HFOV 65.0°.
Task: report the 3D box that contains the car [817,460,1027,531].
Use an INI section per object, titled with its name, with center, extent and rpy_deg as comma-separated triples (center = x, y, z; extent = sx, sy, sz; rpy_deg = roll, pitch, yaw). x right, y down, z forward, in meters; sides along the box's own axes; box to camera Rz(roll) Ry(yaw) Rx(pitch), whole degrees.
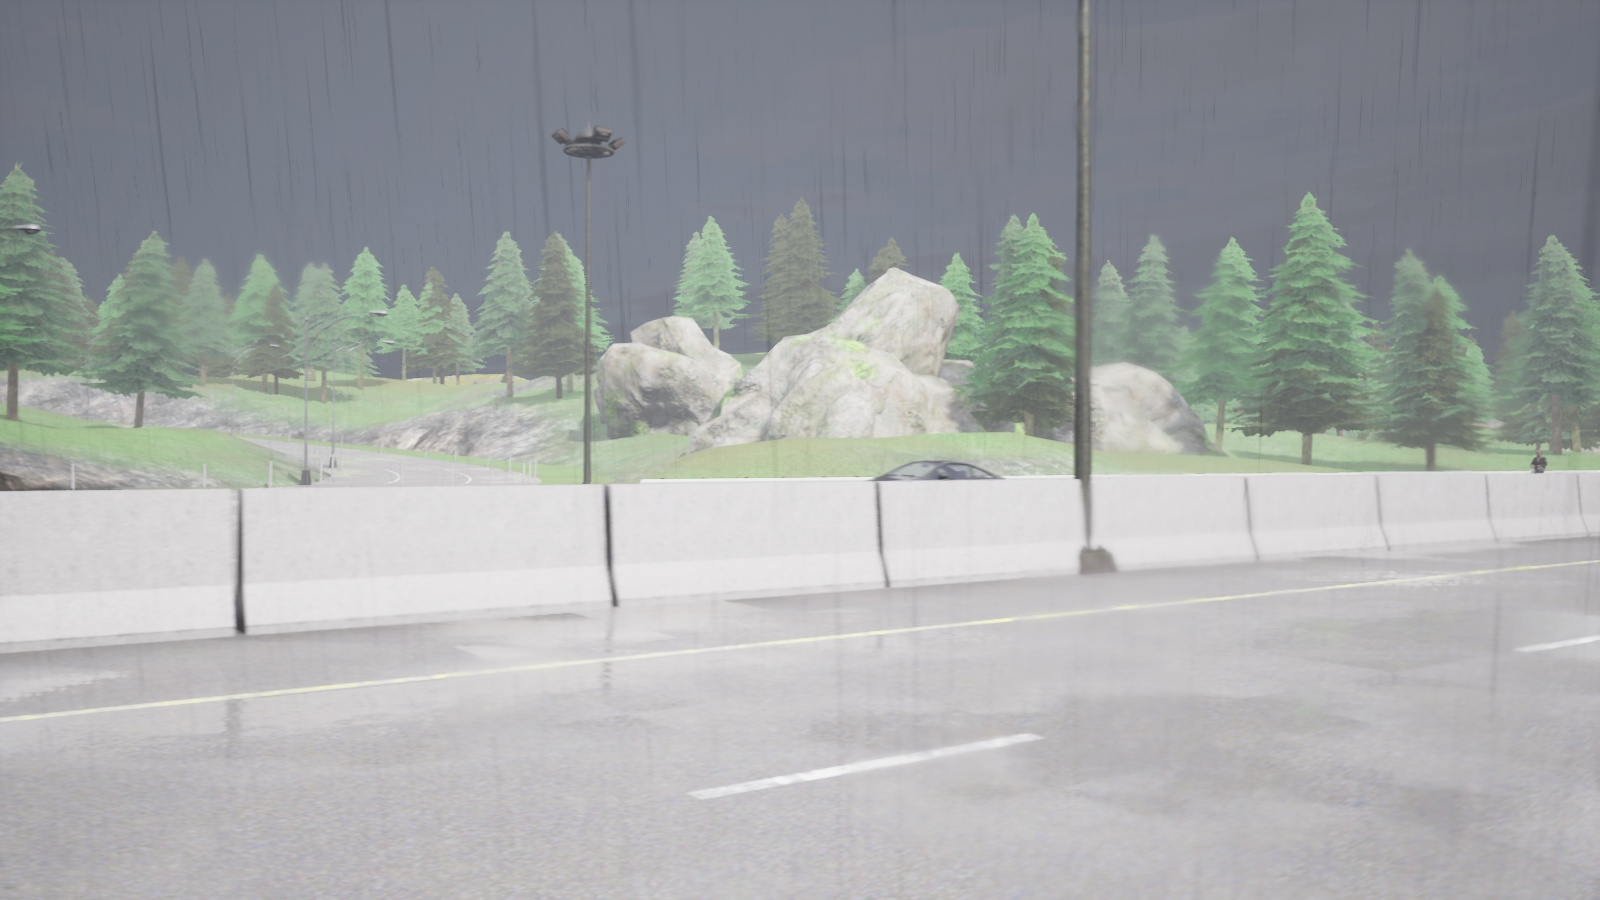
[car]
center = 2.639, 0.907, 26.820
extent = 4.181, 1.385, 1.994
rpy_deg = 0, 0, -35
